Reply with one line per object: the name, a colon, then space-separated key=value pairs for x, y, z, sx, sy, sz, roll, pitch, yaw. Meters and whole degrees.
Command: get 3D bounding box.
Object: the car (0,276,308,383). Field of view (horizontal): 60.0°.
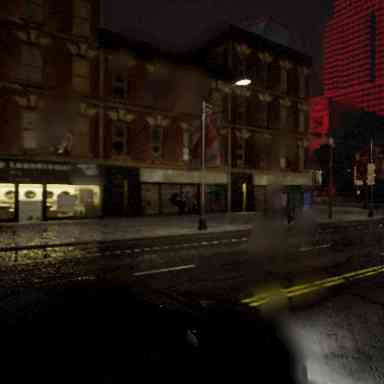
car: x=-0.797 y=1.573 z=3.179 sx=4.181 sy=1.385 sz=1.994 roll=1 pitch=0 yaw=-36
